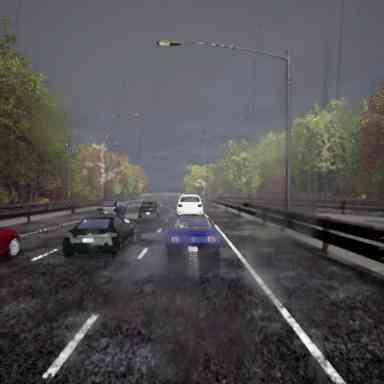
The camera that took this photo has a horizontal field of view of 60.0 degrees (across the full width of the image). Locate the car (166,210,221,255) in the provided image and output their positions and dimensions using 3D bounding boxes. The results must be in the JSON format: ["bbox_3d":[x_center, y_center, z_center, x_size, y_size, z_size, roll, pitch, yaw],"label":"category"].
[{"bbox_3d":[0.027,1.616,13.282,1.895,1.301,4.718,0,0,0],"label":"car"}]

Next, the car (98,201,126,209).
[{"bbox_3d":[-7.229,1.542,30.275,2.128,1.511,4.902,0,0,-1],"label":"car"}]

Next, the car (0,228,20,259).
[{"bbox_3d":[-6.949,1.490,9.666,1.882,1.535,5.008,0,0,0],"label":"car"}]

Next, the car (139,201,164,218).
[{"bbox_3d":[-3.731,1.554,30.377,1.837,1.490,4.892,0,0,-1],"label":"car"}]

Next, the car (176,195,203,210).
[{"bbox_3d":[-0.206,1.268,29.367,2.150,2.045,5.566,0,0,-1],"label":"car"}]

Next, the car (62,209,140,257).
[{"bbox_3d":[-3.477,1.580,13.092,1.994,1.385,4.181,0,0,0],"label":"car"}]
